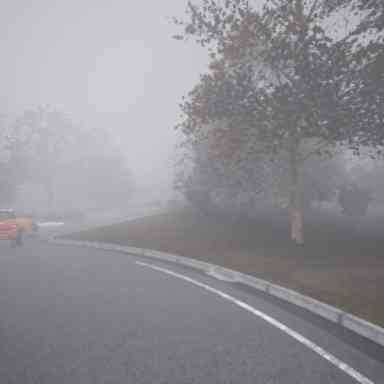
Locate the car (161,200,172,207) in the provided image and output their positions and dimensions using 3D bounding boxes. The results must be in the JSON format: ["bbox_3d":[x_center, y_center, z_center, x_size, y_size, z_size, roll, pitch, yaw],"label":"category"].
[{"bbox_3d":[-3.007,1.811,54.623,2.128,1.511,4.902,-1,0,11],"label":"car"}]

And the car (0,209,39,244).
[{"bbox_3d":[-9.627,1.652,17.431,2.097,1.767,4.553,-1,0,-15],"label":"car"}]

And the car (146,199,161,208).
[{"bbox_3d":[-6.326,1.910,56.310,1.837,1.490,4.892,-1,-1,11],"label":"car"}]

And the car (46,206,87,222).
[{"bbox_3d":[-11.393,1.963,30.386,1.994,1.385,4.181,-1,0,11],"label":"car"}]
